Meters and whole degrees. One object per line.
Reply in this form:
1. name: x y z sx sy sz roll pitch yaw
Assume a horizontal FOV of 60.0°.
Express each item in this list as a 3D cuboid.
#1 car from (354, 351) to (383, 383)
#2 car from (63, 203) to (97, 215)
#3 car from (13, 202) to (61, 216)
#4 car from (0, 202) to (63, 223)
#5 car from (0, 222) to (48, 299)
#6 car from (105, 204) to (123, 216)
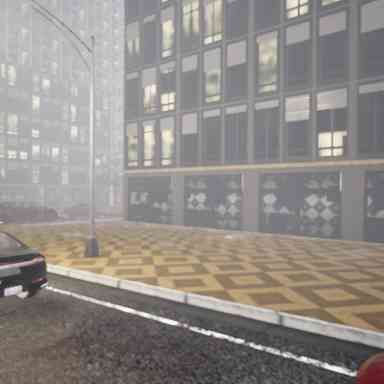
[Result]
1. car: 3.229 1.508 1.392 4.674 1.442 1.812 0 0 35
2. car: -13.925 2.032 40.799 1.812 1.442 4.674 1 0 36
3. car: -18.242 1.982 39.322 1.752 1.417 4.829 0 -1 36
4. car: -14.744 1.783 29.949 2.192 1.841 5.009 0 -1 36
5. car: -5.173 1.565 7.364 4.902 1.511 2.128 0 0 35
6. car: -7.945 2.092 39.160 1.752 1.417 4.829 0 -1 36
